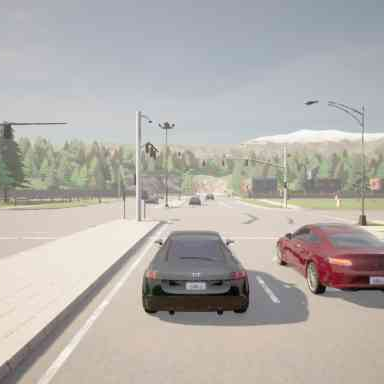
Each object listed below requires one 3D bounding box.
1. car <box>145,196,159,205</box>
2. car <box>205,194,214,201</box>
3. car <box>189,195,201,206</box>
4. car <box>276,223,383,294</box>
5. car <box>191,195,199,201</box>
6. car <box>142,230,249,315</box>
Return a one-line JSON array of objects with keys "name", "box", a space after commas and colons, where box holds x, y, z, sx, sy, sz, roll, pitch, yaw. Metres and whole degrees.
[{"name": "car", "box": [-7.494, 1.547, 61.359, 2.033, 1.411, 5.357, 0, 0, 1]}, {"name": "car", "box": [4.355, 1.188, 82.002, 2.097, 1.767, 4.553, 0, 0, 1]}, {"name": "car", "box": [0.505, 1.563, 56.652, 1.994, 1.385, 4.181, 0, 0, 1]}, {"name": "car", "box": [3.556, 1.526, 8.651, 1.812, 1.442, 4.674, 0, 0, 0]}, {"name": "car", "box": [0.856, 1.428, 82.108, 1.895, 1.301, 4.718, 0, 0, 1]}, {"name": "car", "box": [0.058, 1.564, 7.649, 1.994, 1.385, 4.181, 0, 0, 0]}]
